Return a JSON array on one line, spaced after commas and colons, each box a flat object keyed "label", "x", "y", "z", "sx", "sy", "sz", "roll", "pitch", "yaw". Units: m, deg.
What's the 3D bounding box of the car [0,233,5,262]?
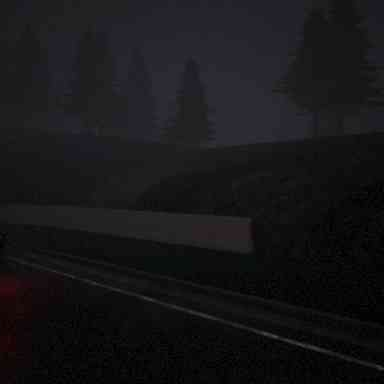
[{"label": "car", "x": -7.362, "y": 1.397, "z": 9.883, "sx": 4.902, "sy": 1.511, "sz": 2.128, "roll": 1, "pitch": 0, "yaw": 38}]
